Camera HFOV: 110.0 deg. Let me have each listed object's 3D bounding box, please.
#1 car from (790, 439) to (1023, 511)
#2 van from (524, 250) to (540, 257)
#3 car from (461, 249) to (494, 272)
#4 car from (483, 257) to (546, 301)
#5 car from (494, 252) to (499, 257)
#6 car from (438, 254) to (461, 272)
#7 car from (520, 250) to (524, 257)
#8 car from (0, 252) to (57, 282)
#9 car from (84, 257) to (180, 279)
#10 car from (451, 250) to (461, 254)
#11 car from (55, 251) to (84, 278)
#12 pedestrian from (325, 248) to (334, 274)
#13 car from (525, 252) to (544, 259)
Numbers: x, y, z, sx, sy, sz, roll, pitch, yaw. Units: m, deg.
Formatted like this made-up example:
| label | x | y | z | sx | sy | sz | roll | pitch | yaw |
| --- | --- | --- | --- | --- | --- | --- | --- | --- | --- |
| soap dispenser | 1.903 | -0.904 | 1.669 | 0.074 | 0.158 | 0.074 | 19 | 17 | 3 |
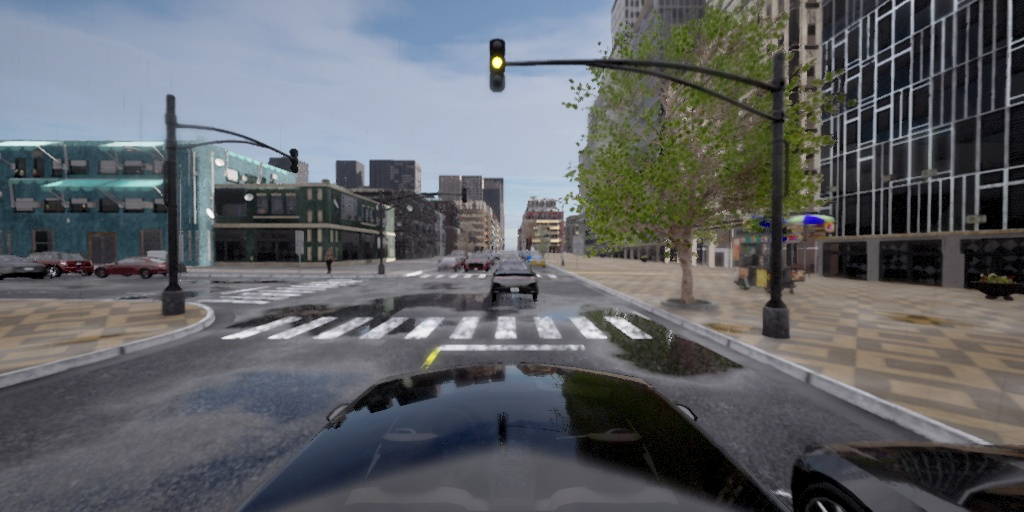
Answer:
| label | x | y | z | sx | sy | sz | roll | pitch | yaw |
| --- | --- | --- | --- | --- | --- | --- | --- | --- | --- |
| car | 2.691 | 1.339 | 0.546 | 1.948 | 1.339 | 4.313 | 0 | 0 | 0 |
| van | 2.695 | 0.223 | 44.117 | 1.690 | 1.789 | 3.998 | 0 | 0 | 0 |
| car | -3.088 | 0.465 | 32.797 | 2.097 | 1.767 | 4.553 | 0 | 1 | 0 |
| car | 0.103 | 0.960 | 15.438 | 2.128 | 1.511 | 4.902 | 0 | 1 | 0 |
| car | -3.078 | 0.384 | 43.617 | 2.128 | 1.511 | 4.902 | 0 | 1 | 0 |
| car | -5.687 | 0.691 | 33.015 | 1.802 | 1.307 | 4.207 | 0 | 0 | 0 |
| car | 2.695 | 0.205 | 55.217 | 2.007 | 1.370 | 4.403 | 0 | 0 | 0 |
| car | -27.958 | 0.635 | 19.242 | 4.181 | 1.385 | 1.994 | 1 | 1 | -1 |
| car | -22.819 | 0.675 | 21.928 | 4.207 | 1.307 | 1.802 | 0 | 0 | -1 |
| car | -5.686 | 0.310 | 38.565 | 2.192 | 1.841 | 5.009 | 0 | 0 | 0 |
| car | -28.367 | 0.466 | 21.849 | 4.097 | 1.591 | 1.967 | 0 | 0 | -1 |
| pedestrian | -12.747 | 0.310 | 24.998 | 0.375 | 1.860 | 0.375 | 0 | 0 | -1 |
| car | 2.694 | 0.521 | 38.737 | 1.751 | 1.417 | 4.829 | 0 | 0 | 0 |
